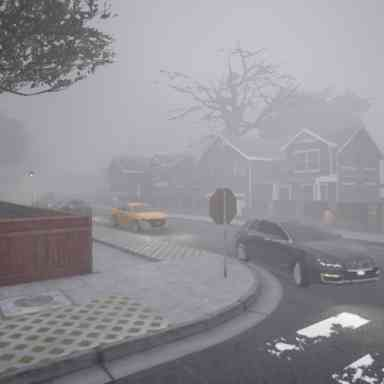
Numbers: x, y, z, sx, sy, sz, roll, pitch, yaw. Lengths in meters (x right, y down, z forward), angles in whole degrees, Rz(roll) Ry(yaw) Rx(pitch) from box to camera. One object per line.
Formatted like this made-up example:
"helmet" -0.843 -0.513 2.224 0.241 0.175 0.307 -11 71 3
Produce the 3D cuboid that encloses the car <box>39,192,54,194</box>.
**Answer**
"car" -22.581 1.034 51.392 2.150 2.045 5.566 -1 1 -36

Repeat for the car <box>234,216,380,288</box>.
"car" 2.881 1.507 9.493 1.837 1.490 4.892 1 0 -19

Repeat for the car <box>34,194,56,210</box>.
"car" -17.374 1.357 39.486 2.128 1.511 4.902 -1 0 -36

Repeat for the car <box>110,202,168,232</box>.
"car" -3.281 1.418 20.090 1.882 1.535 5.008 -1 1 -36

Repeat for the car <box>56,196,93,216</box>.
"car" -10.425 1.404 29.897 1.837 1.490 4.892 -1 0 -36

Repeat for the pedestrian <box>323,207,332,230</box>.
"pedestrian" 6.690 1.337 16.347 0.375 1.300 0.375 0 0 -36
